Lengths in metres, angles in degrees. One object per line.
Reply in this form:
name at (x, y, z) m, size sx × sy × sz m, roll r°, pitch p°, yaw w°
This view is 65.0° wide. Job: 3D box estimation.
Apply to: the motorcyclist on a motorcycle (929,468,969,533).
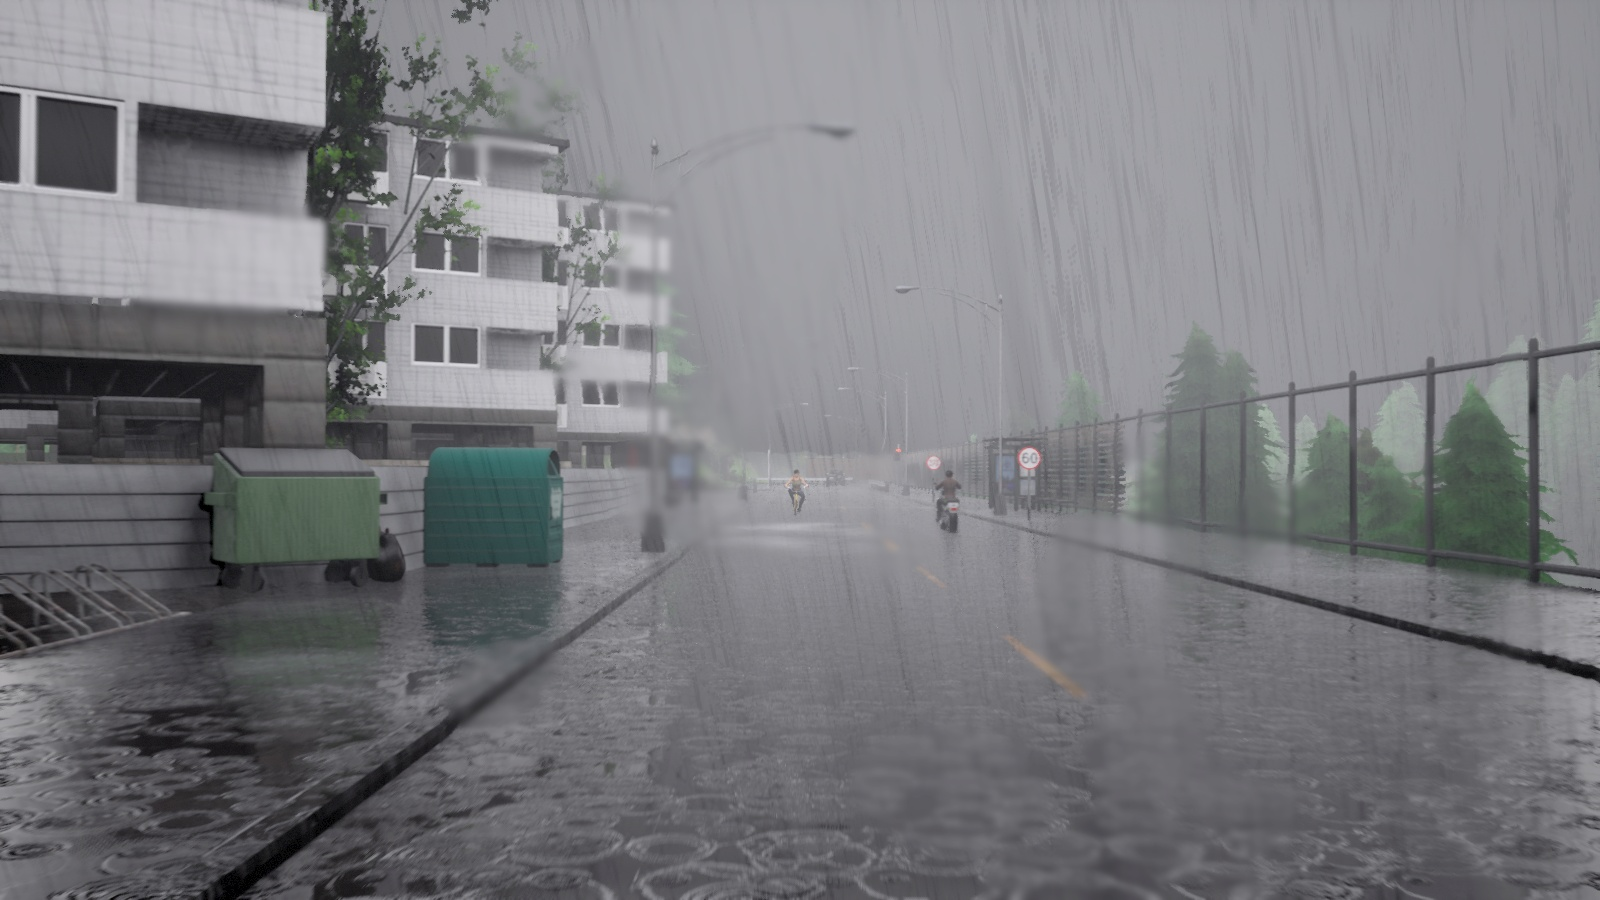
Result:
motorcyclist on a motorcycle at (3.912, 1.306, 33.222) m, size 0.766 × 1.649 × 2.350 m, roll 0°, pitch -1°, yaw 0°
